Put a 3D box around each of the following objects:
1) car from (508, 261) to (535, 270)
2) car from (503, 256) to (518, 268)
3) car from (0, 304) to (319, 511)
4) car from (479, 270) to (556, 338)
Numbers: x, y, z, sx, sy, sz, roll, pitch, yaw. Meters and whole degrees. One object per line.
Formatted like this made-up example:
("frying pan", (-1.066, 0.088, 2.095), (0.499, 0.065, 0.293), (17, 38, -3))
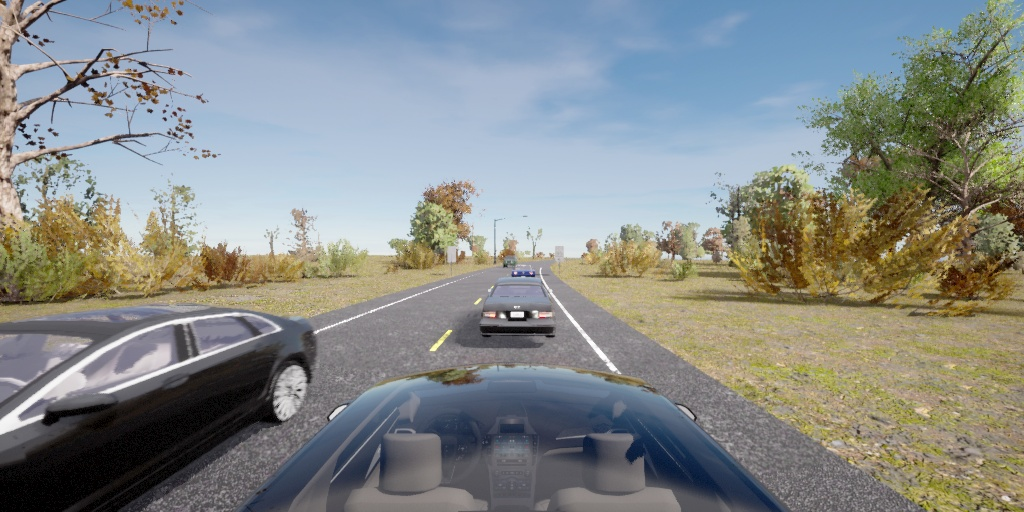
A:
("car", (0.947, 1.353, 29.774), (1.895, 1.301, 4.718), (0, 0, 2))
("car", (-0.225, 0.951, 61.633), (2.150, 2.045, 5.566), (0, 0, 6))
("car", (-3.582, 1.242, 2.941), (2.128, 1.511, 4.902), (0, 0, 0))
("car", (0.210, 1.299, 10.181), (2.033, 1.411, 5.357), (0, 0, 2))
